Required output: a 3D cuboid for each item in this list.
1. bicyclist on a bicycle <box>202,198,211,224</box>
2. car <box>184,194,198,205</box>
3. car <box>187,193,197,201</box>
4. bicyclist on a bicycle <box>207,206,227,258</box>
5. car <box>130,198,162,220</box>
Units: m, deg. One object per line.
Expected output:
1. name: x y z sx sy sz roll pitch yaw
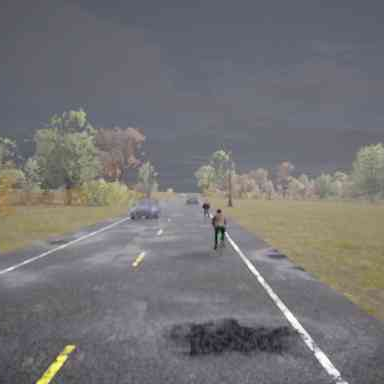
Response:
1. bicyclist on a bicycle: 0.973 1.308 22.324 0.659 1.776 1.843 0 0 0
2. car: 0.128 1.332 56.063 2.128 1.511 4.902 0 0 0
3. car: 0.035 1.146 73.590 2.097 1.767 4.553 0 0 0
4. bicyclist on a bicycle: 0.968 1.420 11.676 0.582 1.620 1.656 0 0 0
5. car: -3.585 1.276 26.759 2.097 1.767 4.553 0 0 0
